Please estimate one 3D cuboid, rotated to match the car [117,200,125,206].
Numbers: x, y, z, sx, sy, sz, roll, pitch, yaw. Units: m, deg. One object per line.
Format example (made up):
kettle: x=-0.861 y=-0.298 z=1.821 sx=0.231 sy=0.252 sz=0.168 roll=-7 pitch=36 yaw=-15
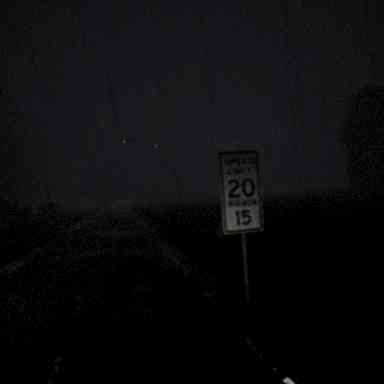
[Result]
car: x=-18.602 y=2.964 z=87.254 sx=1.882 sy=1.535 sz=5.008 roll=-4 pitch=0 yaw=-12
